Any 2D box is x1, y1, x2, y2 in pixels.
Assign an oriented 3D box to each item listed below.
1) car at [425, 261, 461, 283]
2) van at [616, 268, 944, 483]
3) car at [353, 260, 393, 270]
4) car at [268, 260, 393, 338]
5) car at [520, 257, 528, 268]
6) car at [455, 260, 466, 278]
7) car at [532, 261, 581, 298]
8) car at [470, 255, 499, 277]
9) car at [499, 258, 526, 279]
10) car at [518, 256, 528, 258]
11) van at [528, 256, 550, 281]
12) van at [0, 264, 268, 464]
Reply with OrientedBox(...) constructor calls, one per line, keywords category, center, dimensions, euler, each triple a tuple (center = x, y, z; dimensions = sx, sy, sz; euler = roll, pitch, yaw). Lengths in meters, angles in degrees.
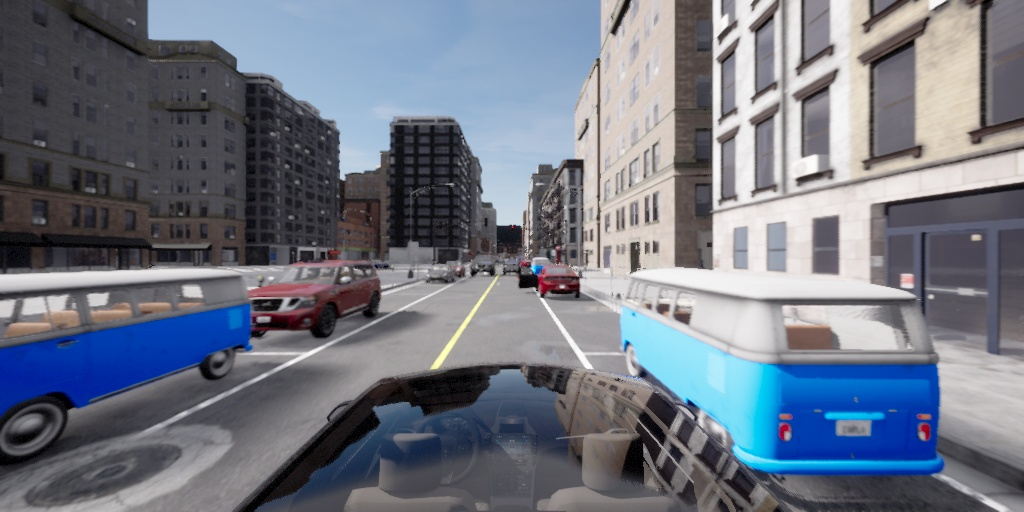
OrientedBox(category="car", center=(-5.391, 1.272, 27.337), dimensions=(2.007, 1.370, 4.403), euler=(0, 0, 0))
OrientedBox(category="van", center=(2.637, 1.088, 4.618), dimensions=(1.690, 1.789, 3.998), euler=(0, 0, 0))
OrientedBox(category="car", center=(-18.710, 1.198, 48.369), dimensions=(4.718, 1.301, 1.895), euler=(0, 0, -1))
OrientedBox(category="car", center=(-5.389, 1.055, 10.297), dimensions=(2.192, 1.841, 5.009), euler=(0, 0, 0))
OrientedBox(category="car", center=(2.630, 1.222, 59.898), dimensions=(1.888, 1.381, 4.507), euler=(0, 0, 0))
OrientedBox(category="car", center=(-5.392, 1.153, 33.018), dimensions=(1.967, 1.591, 4.097), euler=(0, 0, 0))
OrientedBox(category="car", center=(2.234, 1.210, 18.415), dimensions=(1.882, 1.535, 5.008), euler=(0, 0, 0))
OrientedBox(category="car", center=(-2.783, 0.933, 35.586), dimensions=(2.150, 2.045, 5.566), euler=(0, 0, 0))
OrientedBox(category="car", center=(-0.003, 1.200, 37.002), dimensions=(2.128, 1.511, 4.902), euler=(0, 0, 0))
OrientedBox(category="car", center=(2.630, 0.984, 65.308), dimensions=(2.192, 1.841, 5.009), euler=(0, 0, 0))
OrientedBox(category="van", center=(2.633, 1.055, 33.018), dimensions=(1.690, 1.789, 3.998), euler=(0, 0, 0))
OrientedBox(category="van", center=(-5.388, 1.087, 4.617), dimensions=(1.690, 1.789, 3.998), euler=(0, 0, 0))
